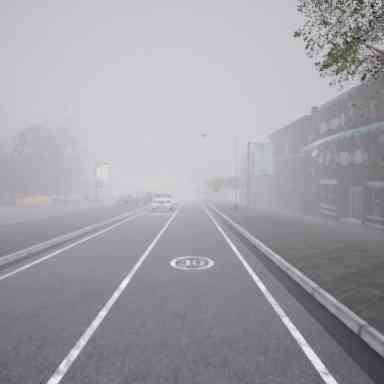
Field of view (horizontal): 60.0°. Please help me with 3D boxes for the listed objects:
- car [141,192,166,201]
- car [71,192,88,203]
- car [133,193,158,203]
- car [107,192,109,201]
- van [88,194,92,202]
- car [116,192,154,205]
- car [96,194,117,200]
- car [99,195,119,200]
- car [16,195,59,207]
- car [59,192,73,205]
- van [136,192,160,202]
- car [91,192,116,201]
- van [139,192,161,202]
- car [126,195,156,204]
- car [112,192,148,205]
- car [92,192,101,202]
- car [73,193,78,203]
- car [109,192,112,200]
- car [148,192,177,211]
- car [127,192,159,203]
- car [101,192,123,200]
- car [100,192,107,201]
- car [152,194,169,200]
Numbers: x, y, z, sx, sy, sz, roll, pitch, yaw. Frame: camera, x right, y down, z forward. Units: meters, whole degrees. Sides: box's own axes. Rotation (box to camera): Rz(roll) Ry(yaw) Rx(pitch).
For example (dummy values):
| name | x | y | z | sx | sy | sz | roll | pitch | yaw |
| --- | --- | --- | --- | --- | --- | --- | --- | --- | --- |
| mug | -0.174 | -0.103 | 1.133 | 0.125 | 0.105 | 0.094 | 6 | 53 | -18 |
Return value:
| name | x | y | z | sx | sy | sz | roll | pitch | yaw |
| --- | --- | --- | --- | --- | --- | --- | --- | --- | --- |
| car | -8.869 | 1.049 | 77.237 | 5.566 | 2.045 | 2.435 | 0 | 0 | 0 |
| car | -21.878 | 1.102 | 60.379 | 4.553 | 1.767 | 2.185 | 0 | 0 | 0 |
| car | -8.798 | 1.110 | 63.218 | 4.553 | 1.767 | 2.185 | 0 | 0 | 0 |
| car | -21.912 | 1.288 | 74.302 | 5.008 | 1.535 | 2.097 | 0 | 0 | 0 |
| van | -22.026 | 1.011 | 63.160 | 4.442 | 1.987 | 1.878 | 0 | 0 | 0 |
| car | -8.862 | 0.961 | 52.008 | 5.566 | 2.045 | 2.435 | 0 | 0 | 0 |
| car | -21.924 | 1.346 | 85.442 | 5.008 | 1.535 | 2.097 | 0 | 0 | 0 |
| car | -21.930 | 1.403 | 88.102 | 4.674 | 1.452 | 2.002 | 0 | 0 | 0 |
| car | -21.913 | 1.221 | 46.455 | 5.008 | 1.535 | 2.097 | 0 | 0 | 0 |
| car | -21.918 | 1.213 | 52.023 | 5.008 | 1.535 | 2.097 | 0 | 0 | 0 |
| van | -8.715 | 1.023 | 66.023 | 4.442 | 1.987 | 1.878 | 0 | 0 | 0 |
| car | -21.898 | 1.077 | 82.657 | 5.566 | 2.045 | 2.435 | 0 | 0 | 0 |
| van | -8.951 | 1.048 | 71.630 | 4.442 | 1.987 | 1.878 | 0 | 0 | 0 |
| car | -8.836 | 1.218 | 57.612 | 4.892 | 1.521 | 2.231 | 0 | 0 | 0 |
| car | -8.830 | 1.216 | 49.207 | 4.892 | 1.521 | 2.231 | 0 | 0 | 0 |
| car | -21.910 | 1.303 | 68.731 | 4.674 | 1.452 | 2.002 | 0 | 0 | 0 |
| car | -21.913 | 1.255 | 54.810 | 4.674 | 1.452 | 2.002 | 0 | 0 | 0 |
| car | -21.891 | 1.331 | 77.087 | 4.792 | 1.488 | 2.163 | 0 | 0 | 0 |
| car | -3.241 | 1.030 | 37.759 | 2.150 | 2.045 | 5.566 | 0 | 0 | 0 |
| car | -8.858 | 0.975 | 60.418 | 5.566 | 2.045 | 2.435 | 0 | 0 | 0 |
| car | -21.907 | 1.132 | 91.012 | 5.566 | 2.045 | 2.435 | 0 | 0 | 0 |
| car | -21.729 | 1.273 | 71.516 | 5.366 | 1.575 | 1.946 | 0 | 0 | 0 |
| car | -8.889 | 1.435 | 94.051 | 4.792 | 1.488 | 2.163 | 0 | 0 | 0 |
